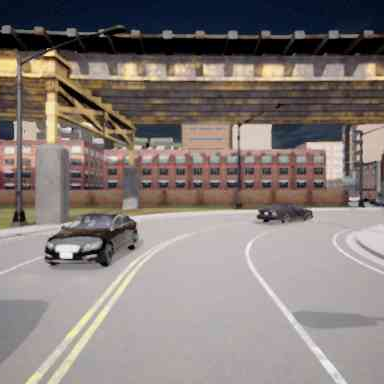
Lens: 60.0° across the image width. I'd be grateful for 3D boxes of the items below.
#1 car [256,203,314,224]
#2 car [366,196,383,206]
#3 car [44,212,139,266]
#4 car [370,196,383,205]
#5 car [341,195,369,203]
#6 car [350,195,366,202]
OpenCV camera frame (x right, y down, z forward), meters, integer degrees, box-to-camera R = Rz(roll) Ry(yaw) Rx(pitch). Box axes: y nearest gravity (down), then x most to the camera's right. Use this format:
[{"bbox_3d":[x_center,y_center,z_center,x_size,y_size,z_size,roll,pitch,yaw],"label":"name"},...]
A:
[{"bbox_3d":[6.956,1.525,24.651,5.357,1.411,2.033,0,0,-43],"label":"car"},{"bbox_3d":[29.372,1.406,49.714,2.038,1.542,4.974,0,0,-29],"label":"car"},{"bbox_3d":[-3.220,1.481,11.595,2.128,1.511,4.902,0,0,6],"label":"car"},{"bbox_3d":[29.346,1.249,49.759,1.853,1.218,4.536,0,0,-29],"label":"car"},{"bbox_3d":[33.852,1.388,69.311,2.038,1.542,4.974,0,0,-34],"label":"car"},{"bbox_3d":[33.881,1.231,69.268,1.853,1.218,4.536,0,0,-34],"label":"car"}]
